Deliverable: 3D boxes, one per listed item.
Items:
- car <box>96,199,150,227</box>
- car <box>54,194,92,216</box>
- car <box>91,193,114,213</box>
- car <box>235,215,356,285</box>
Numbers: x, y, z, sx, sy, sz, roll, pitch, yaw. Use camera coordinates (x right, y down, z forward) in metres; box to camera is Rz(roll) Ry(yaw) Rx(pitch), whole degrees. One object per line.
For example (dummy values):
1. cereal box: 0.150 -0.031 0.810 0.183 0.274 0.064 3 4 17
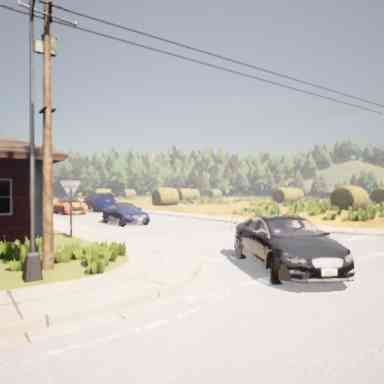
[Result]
1. car: -4.556 1.455 22.287 1.812 1.442 4.674 0 0 -36
2. car: -11.719 1.283 32.024 2.097 1.767 4.553 0 0 -36
3. car: -10.227 1.134 36.217 2.150 2.045 5.566 0 0 -36
4. car: 2.598 1.438 9.503 2.128 1.511 4.902 0 0 -8
